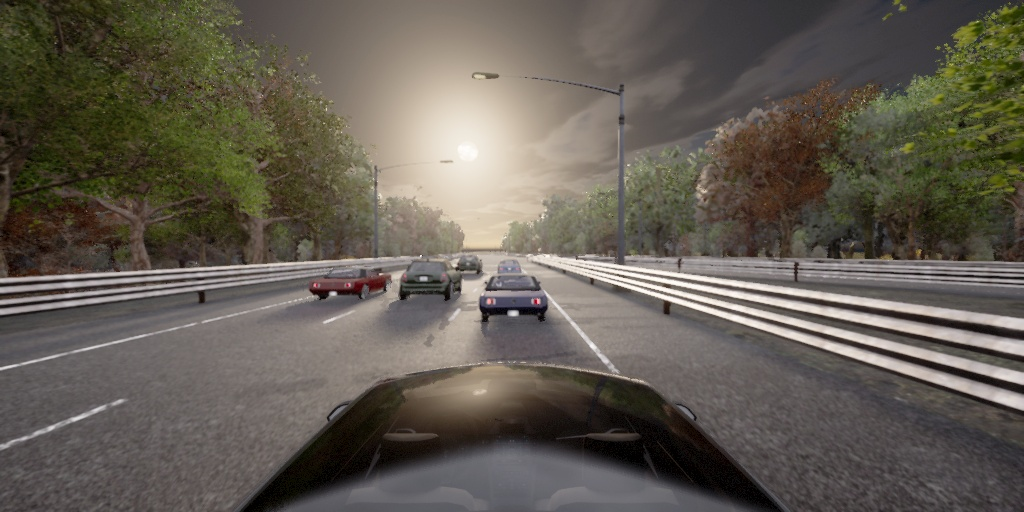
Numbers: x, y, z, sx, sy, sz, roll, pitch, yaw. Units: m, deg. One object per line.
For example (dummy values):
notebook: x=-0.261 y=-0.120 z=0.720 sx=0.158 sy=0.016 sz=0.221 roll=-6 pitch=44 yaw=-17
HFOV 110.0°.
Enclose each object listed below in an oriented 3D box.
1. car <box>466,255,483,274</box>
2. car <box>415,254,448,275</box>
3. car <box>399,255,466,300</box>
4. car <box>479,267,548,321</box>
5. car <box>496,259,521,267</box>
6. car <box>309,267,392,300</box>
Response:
car: x=-3.852 y=0.684 z=33.140 sx=2.097 sy=1.767 sz=4.553 roll=0 pitch=1 yaw=-1
car: x=-7.353 y=0.686 z=33.098 sx=2.097 sy=1.767 sz=4.553 roll=0 pitch=1 yaw=-1
car: x=-3.537 y=0.901 z=16.383 sx=2.097 sy=1.767 sz=4.553 roll=0 pitch=1 yaw=-1
car: x=0.021 y=1.211 z=11.773 sx=1.895 sy=1.301 sz=4.718 roll=0 pitch=1 yaw=-1
car: x=-0.231 y=0.942 z=28.096 sx=2.033 sy=1.411 sz=5.357 roll=0 pitch=1 yaw=-1
car: x=-7.030 y=1.153 z=16.254 sx=1.895 sy=1.301 sz=4.718 roll=0 pitch=1 yaw=-1
